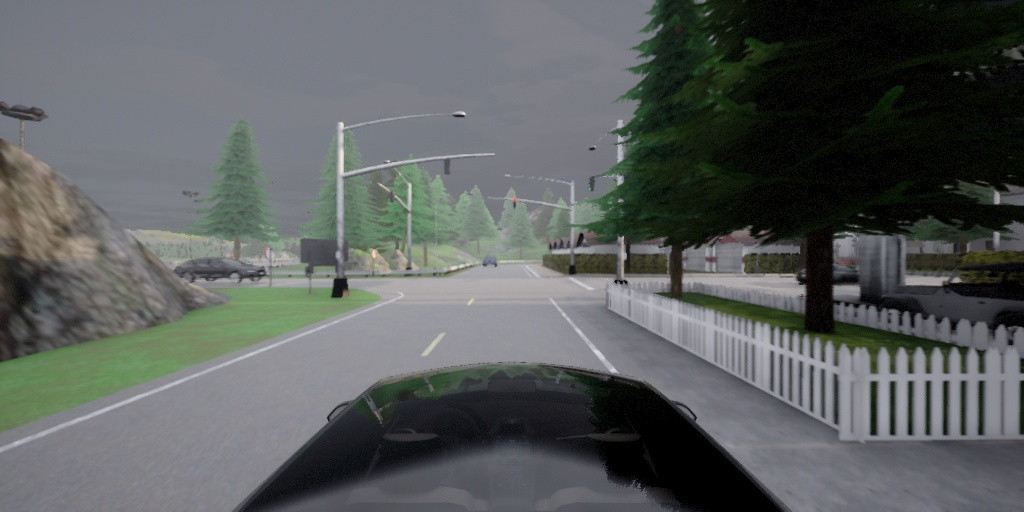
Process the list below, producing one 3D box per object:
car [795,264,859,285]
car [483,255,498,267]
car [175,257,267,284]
[{"bbox_3d":[20.431,1.187,22.593,4.181,1.385,1.994,0,1,0],"label":"car"},{"bbox_3d":[-3.557,0.782,59.208,2.150,2.045,5.566,0,0,1],"label":"car"},{"bbox_3d":[-18.018,0.836,22.309,4.892,1.490,1.837,0,0,0],"label":"car"}]
